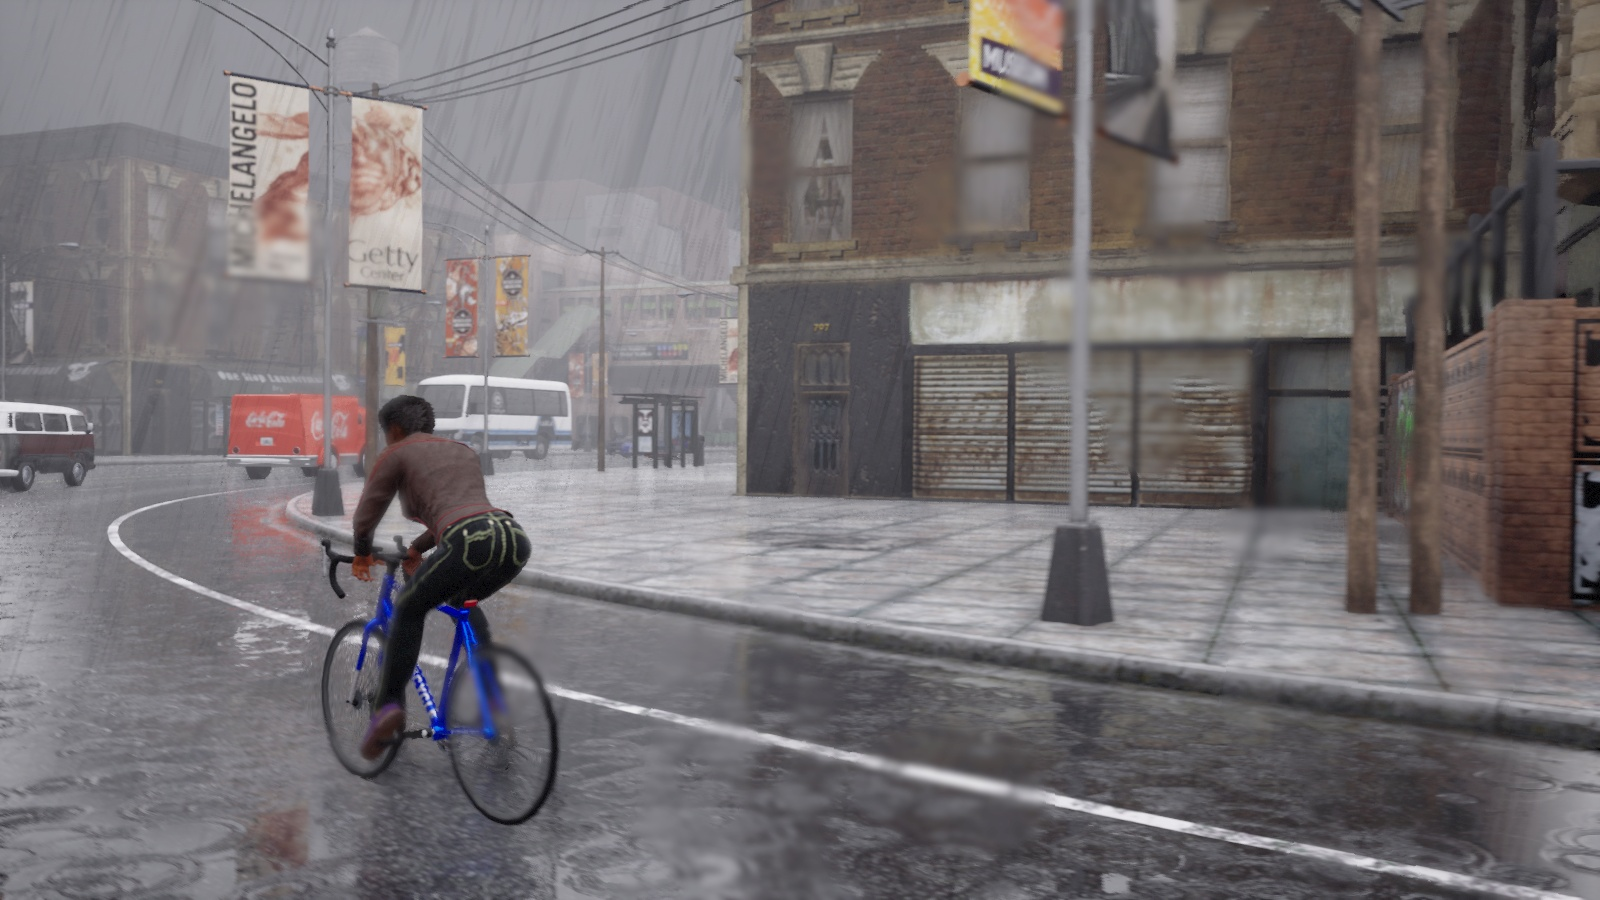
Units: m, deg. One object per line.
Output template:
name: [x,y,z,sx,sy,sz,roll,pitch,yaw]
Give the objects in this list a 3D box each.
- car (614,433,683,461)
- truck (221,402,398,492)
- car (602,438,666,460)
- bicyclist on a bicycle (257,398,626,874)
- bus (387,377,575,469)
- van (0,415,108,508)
car: [-8.714,-0.180,72.661,2.007,1.525,4.514,0,1,22]
truck: [-14.483,-0.113,37.509,2.627,2.467,5.204,-1,1,9]
car: [-10.282,-0.084,78.178,1.895,1.301,4.718,0,1,22]
bicyclist on a bicycle: [-1.481,0.633,5.029,1.656,1.620,0.582,0,0,40]
bus: [-15.956,-1.330,63.958,3.944,4.253,10.273,0,1,22]
van: [-18.416,0.232,29.597,2.069,2.038,4.480,-1,1,-6]
